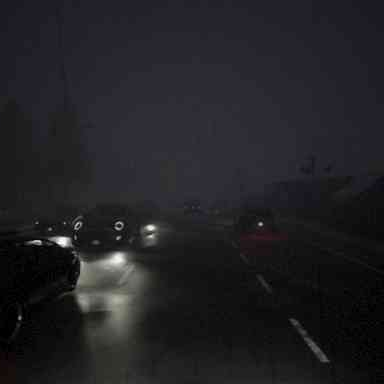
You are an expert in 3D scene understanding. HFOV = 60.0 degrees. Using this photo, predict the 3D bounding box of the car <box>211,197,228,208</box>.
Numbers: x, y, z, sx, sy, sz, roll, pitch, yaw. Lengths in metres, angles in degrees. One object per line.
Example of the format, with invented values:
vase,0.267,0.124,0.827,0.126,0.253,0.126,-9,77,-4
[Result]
car,3.574,1.342,43.708,1.812,1.442,4.674,0,0,0

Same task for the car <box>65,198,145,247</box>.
car,-3.576,1.289,14.658,2.097,1.767,4.553,0,0,0

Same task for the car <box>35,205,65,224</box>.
car,-7.083,1.465,19.269,2.033,1.411,5.357,0,0,0

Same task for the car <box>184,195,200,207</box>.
car,0.033,1.289,48.022,2.128,1.511,4.902,0,0,1

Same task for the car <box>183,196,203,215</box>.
car,0.098,1.414,31.542,2.033,1.411,5.357,0,0,0

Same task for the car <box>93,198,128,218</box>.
car,-7.077,1.352,29.481,1.882,1.535,5.008,0,0,0

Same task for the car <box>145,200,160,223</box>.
car,-3.557,1.371,25.049,1.882,1.535,5.008,0,0,0

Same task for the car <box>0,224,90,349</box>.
car,-3.579,1.537,6.063,1.994,1.385,4.181,0,0,0

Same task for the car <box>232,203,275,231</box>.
car,3.600,1.421,19.873,1.837,1.490,4.892,0,0,0
